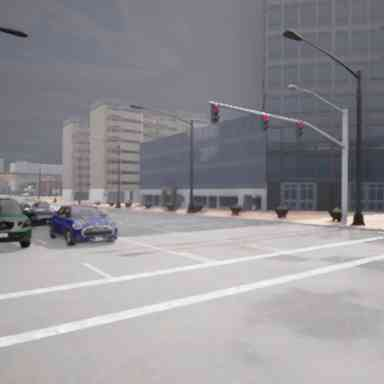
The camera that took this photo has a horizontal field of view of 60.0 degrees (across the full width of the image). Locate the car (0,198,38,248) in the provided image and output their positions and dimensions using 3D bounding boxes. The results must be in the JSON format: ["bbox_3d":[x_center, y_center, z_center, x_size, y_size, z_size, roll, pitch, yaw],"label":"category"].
[{"bbox_3d":[-8.645,1.285,14.630,2.150,2.045,5.566,0,-1,-36],"label":"car"}]

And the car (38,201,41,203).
[{"bbox_3d":[-15.602,1.746,30.188,2.128,1.511,4.902,0,-1,-36],"label":"car"}]

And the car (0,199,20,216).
[{"bbox_3d":[-21.234,1.723,38.004,2.097,1.767,4.553,0,-1,-36],"label":"car"}]

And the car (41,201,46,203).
[{"bbox_3d":[-25.102,2.161,55.534,1.994,1.385,4.181,0,-1,-36],"label":"car"}]

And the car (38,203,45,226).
[{"bbox_3d":[-10.314,1.713,22.886,1.994,1.385,4.181,0,-1,-36],"label":"car"}]

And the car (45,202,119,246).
[{"bbox_3d":[-5.239,1.425,15.895,2.097,1.767,4.553,0,-1,-36],"label":"car"}]
